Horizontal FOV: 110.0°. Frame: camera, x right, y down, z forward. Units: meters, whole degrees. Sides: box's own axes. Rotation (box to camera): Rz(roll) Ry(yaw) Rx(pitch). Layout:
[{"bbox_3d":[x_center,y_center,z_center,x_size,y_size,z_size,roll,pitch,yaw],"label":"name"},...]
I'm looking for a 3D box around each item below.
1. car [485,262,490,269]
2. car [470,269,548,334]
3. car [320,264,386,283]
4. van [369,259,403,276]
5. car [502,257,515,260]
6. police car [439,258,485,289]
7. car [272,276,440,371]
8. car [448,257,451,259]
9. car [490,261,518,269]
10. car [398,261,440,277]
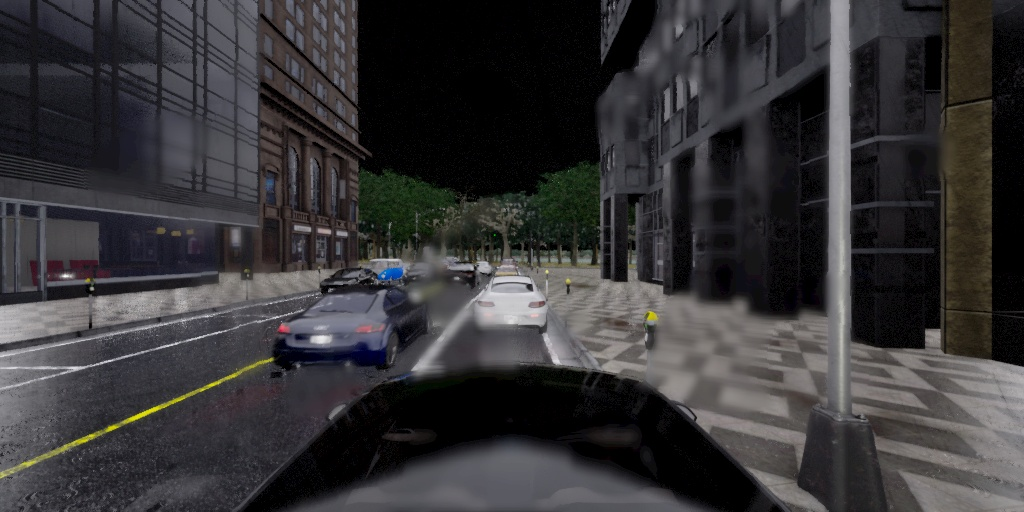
[{"bbox_3d":[-3.047,1.282,37.137,1.812,1.442,4.674,0,0,0],"label":"car"},{"bbox_3d":[0.003,1.276,10.500,1.812,1.442,4.674,0,0,0],"label":"car"},{"bbox_3d":[-8.908,1.317,19.986,1.948,1.339,4.313,0,0,0],"label":"car"},{"bbox_3d":[-8.908,1.093,25.423,1.690,1.789,3.998,0,0,0],"label":"van"},{"bbox_3d":[-0.383,1.196,36.298,1.967,1.591,4.097,0,0,0],"label":"car"},{"bbox_3d":[-3.147,1.177,23.569,1.930,1.638,5.238,0,0,0],"label":"police car"},{"bbox_3d":[-3.050,1.314,7.760,1.994,1.385,4.181,0,0,0],"label":"car"},{"bbox_3d":[-8.908,1.201,47.173,1.967,1.591,4.097,0,0,0],"label":"car"},{"bbox_3d":[-0.383,1.278,25.593,1.751,1.417,4.829,0,0,0],"label":"car"},{"bbox_3d":[-6.245,1.257,25.557,1.837,1.490,4.892,0,0,0],"label":"car"}]
